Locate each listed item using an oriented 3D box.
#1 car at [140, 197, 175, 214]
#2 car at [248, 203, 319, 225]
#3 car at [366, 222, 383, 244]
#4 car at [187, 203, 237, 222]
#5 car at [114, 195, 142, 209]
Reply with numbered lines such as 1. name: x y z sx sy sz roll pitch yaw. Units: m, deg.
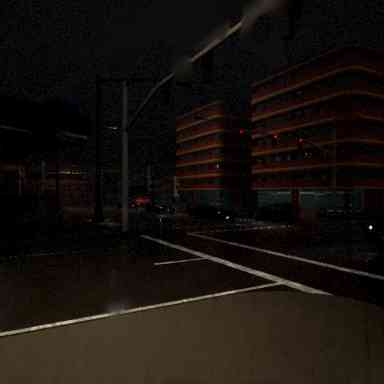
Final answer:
1. car: -3.556 1.526 35.445 1.812 1.442 4.674 0 0 -30
2. car: 6.534 1.547 24.419 2.033 1.411 5.357 0 0 -33
3. car: 9.855 1.601 14.648 4.718 1.301 1.895 0 0 -30
4. car: 1.543 1.601 26.803 1.895 1.301 4.718 0 0 -31
5. car: -8.694 1.505 44.165 1.837 1.490 4.892 0 0 -31
